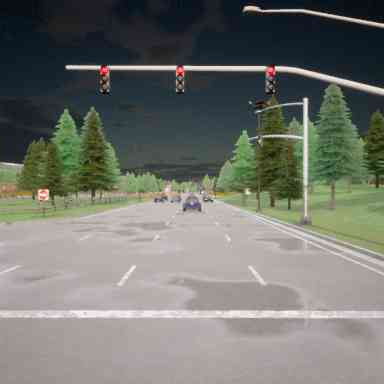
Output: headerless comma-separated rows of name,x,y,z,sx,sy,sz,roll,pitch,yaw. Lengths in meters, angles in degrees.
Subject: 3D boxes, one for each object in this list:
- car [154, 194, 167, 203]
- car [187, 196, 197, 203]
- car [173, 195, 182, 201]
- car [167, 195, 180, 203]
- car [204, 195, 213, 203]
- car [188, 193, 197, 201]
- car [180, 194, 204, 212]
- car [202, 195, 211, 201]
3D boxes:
car,-6.986,1.517,70.781,1.812,1.442,4.674,0,0,0
car,0.014,1.544,70.746,1.994,1.385,4.181,0,0,0
car,-3.484,1.372,80.783,2.033,1.411,5.357,0,0,0
car,-3.486,1.531,70.363,2.033,1.411,5.357,0,0,0
car,3.514,1.588,70.809,1.895,1.301,4.718,0,0,0
car,0.016,1.188,80.753,2.097,1.767,4.553,0,0,0
car,0.008,1.352,39.720,2.097,1.767,4.553,0,0,0
car,3.516,1.372,80.782,2.033,1.411,5.357,0,0,0
